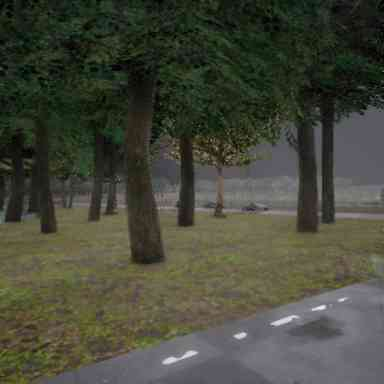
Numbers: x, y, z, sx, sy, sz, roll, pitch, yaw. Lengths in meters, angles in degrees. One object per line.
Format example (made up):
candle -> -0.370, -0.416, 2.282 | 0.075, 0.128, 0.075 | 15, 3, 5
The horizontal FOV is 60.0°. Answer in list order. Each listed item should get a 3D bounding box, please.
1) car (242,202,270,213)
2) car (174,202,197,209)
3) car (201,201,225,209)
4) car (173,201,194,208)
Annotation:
car -> 9.161, 2.210, 47.875 | 1.994, 1.385, 4.181 | -1, 0, -35
car -> -1.101, 2.374, 62.571 | 2.097, 1.767, 4.553 | -1, 0, -35
car -> 3.812, 2.378, 60.466 | 2.033, 1.411, 5.357 | -1, 0, -35
car -> -1.740, 2.597, 68.250 | 1.895, 1.301, 4.718 | -1, 0, -35
